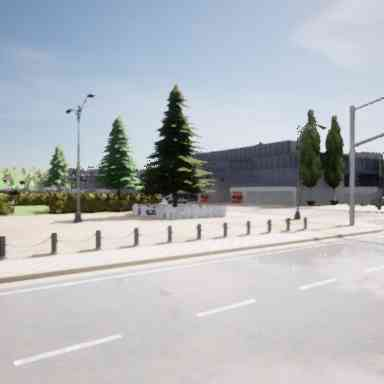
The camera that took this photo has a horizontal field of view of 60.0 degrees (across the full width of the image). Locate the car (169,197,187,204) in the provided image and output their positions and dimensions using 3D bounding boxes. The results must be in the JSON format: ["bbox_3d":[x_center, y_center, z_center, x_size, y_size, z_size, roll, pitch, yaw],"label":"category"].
[{"bbox_3d":[-2.668,1.699,62.171,1.994,1.385,4.181,0,0,-35],"label":"car"}]
